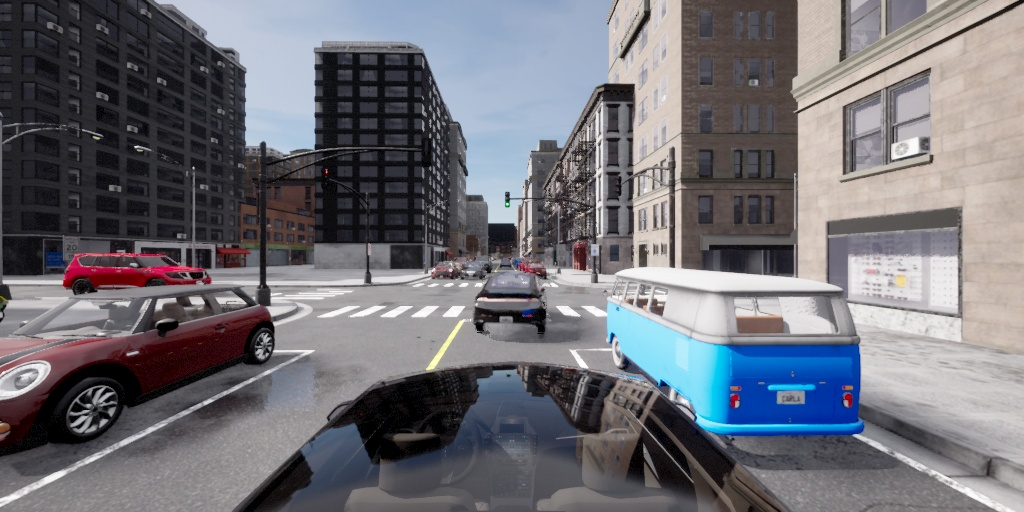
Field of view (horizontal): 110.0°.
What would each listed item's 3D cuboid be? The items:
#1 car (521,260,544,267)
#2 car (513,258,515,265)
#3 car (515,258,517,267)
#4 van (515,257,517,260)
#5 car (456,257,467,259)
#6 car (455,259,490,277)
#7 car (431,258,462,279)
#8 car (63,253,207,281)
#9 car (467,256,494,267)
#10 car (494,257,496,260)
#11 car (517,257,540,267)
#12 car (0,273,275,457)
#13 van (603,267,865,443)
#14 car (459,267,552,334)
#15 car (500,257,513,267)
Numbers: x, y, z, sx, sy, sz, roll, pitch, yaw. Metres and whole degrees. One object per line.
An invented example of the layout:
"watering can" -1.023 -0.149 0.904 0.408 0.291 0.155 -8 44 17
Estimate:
"car" 2.095 1.306 32.093 1.888 1.381 4.507 0 0 -1
"car" 1.599 1.333 59.136 1.948 1.339 4.313 0 0 -1
"car" 1.798 1.311 48.319 1.888 1.381 4.507 0 0 -1
"van" 1.698 1.107 53.728 1.690 1.789 3.998 0 0 -1
"car" -6.127 1.079 42.763 2.192 1.841 5.009 0 0 -1
"car" -3.378 1.253 31.593 2.128 1.511 4.902 0 0 -1
"car" -5.929 1.201 31.946 1.967 1.591 4.097 0 0 -1
"car" -17.699 0.890 17.090 5.566 2.045 2.150 0 0 -1
"car" -3.563 0.986 41.756 2.150 2.045 5.566 0 0 0
"car" -3.753 1.314 52.158 2.033 1.411 5.357 0 0 -1
"car" 1.996 1.078 37.501 2.192 1.841 5.009 0 0 -1
"car" -5.437 1.191 5.071 1.967 1.591 4.097 0 0 -1
"van" 2.587 1.092 5.217 1.690 1.789 3.998 0 0 -1
"car" 0.116 1.246 10.718 2.128 1.511 4.902 0 0 6
"car" -1.096 1.331 62.255 1.994 1.385 4.181 0 0 -1
